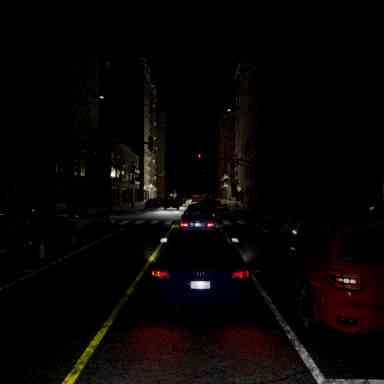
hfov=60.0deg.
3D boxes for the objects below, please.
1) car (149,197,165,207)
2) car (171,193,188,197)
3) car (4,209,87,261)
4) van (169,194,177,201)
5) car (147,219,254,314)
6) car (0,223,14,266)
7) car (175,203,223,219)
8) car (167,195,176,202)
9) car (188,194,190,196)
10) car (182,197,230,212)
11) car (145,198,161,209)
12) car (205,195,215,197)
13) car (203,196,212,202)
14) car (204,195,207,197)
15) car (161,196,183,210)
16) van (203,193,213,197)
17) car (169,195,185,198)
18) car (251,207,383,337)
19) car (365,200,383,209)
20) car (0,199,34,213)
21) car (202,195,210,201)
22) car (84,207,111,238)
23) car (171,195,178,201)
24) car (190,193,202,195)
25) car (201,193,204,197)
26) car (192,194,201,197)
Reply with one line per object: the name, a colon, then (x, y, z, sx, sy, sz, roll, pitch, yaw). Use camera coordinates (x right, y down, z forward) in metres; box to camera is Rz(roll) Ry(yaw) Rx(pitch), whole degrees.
car: (-5.218, 1.548, 50.642, 1.887, 1.381, 4.507, 1, 0, 1)
car: (-2.283, 1.358, 62.248, 2.097, 1.767, 4.553, 0, 0, 1)
car: (-5.703, 1.545, 12.328, 1.887, 1.381, 4.507, 1, 0, 1)
van: (-4.784, 1.356, 84.677, 1.690, 1.788, 3.998, 1, 0, 1)
car: (0.175, 1.564, 7.712, 1.994, 1.385, 4.181, 0, 0, 1)
car: (-5.776, 1.525, 6.534, 1.752, 1.417, 4.829, 1, 0, 1)
car: (0.269, 1.548, 17.776, 2.033, 1.411, 5.357, 0, 0, 0)
car: (-4.857, 1.452, 79.004, 1.967, 1.590, 4.097, 1, 0, 1)
car: (-2.085, 1.550, 72.847, 2.033, 1.411, 5.357, 0, 0, 1)
car: (1.604, 1.579, 35.510, 2.033, 1.411, 5.357, -1, 1, -38)
car: (-5.289, 1.547, 44.970, 1.887, 1.381, 4.507, 1, 0, 1)
car: (3.307, 1.585, 50.526, 1.802, 1.307, 4.206, 1, 0, 1)
car: (3.666, 1.594, 78.890, 1.802, 1.307, 4.206, 1, 0, 1)
car: (3.379, 1.586, 56.199, 1.802, 1.307, 4.206, 1, 0, 1)
car: (-2.559, 1.604, 43.176, 1.895, 1.301, 4.718, 0, 0, 1)
van: (3.453, 1.347, 61.872, 1.690, 1.788, 3.998, 1, 0, 1)
car: (-2.433, 1.605, 52.607, 1.895, 1.301, 4.718, 0, 0, 1)
car: (2.753, 1.315, 6.587, 2.192, 1.841, 5.009, 1, 0, 1)
car: (18.739, 1.536, 31.832, 4.553, 1.767, 2.097, 0, -1, 1)
car: (-16.425, 1.337, 29.272, 4.902, 1.511, 2.128, 1, -1, 1)
car: (3.810, 1.583, 90.236, 1.947, 1.339, 4.313, 1, 0, 1)
car: (-5.634, 1.526, 17.782, 1.752, 1.417, 4.829, 1, 0, 1)
car: (-4.715, 1.599, 90.349, 1.802, 1.307, 4.206, 1, 0, 1)
car: (1.066, 1.493, 84.797, 1.882, 1.535, 5.008, 0, 0, 1)
car: (3.525, 1.323, 67.544, 2.192, 1.841, 5.009, 1, 0, 1)
car: (0.956, 1.608, 68.147, 1.895, 1.301, 4.718, 0, 0, 1)
